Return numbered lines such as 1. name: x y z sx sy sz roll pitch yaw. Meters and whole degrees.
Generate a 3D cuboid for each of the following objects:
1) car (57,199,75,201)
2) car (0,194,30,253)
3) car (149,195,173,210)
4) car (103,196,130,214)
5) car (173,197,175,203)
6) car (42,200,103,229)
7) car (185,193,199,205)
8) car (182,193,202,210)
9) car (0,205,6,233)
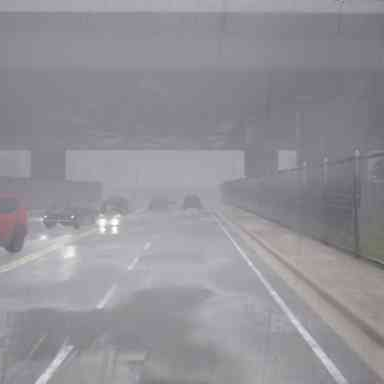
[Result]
1. car: -10.571 1.247 27.924 1.994 1.385 4.181 0 1 0
2. car: -7.094 1.112 10.088 2.150 2.045 5.566 0 1 0
3. car: -3.501 1.155 36.172 1.994 1.385 4.181 0 1 0
4. car: -7.065 1.142 30.939 2.128 1.511 4.902 0 1 0
5. car: -3.494 1.064 47.183 1.895 1.301 4.718 0 1 0
6. car: -7.076 1.378 19.859 1.895 1.301 4.718 0 1 0
7. car: 0.008 0.969 47.357 1.837 1.490 4.892 0 1 0
8. car: -0.001 1.073 35.775 1.882 1.535 5.008 0 1 0
9. car: -10.590 1.396 15.043 1.994 1.385 4.181 0 1 0
